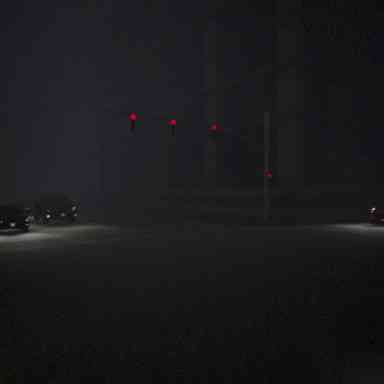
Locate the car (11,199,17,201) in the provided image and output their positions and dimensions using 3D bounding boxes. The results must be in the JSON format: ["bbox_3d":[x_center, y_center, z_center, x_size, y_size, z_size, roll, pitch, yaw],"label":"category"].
[{"bbox_3d":[-22.453,1.576,42.742,2.033,1.411,5.357,0,0,-34],"label":"car"}]

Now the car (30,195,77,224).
[{"bbox_3d":[-10.540,1.235,25.411,2.150,2.045,5.566,0,0,-35],"label":"car"}]

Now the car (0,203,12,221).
[{"bbox_3d":[-16.382,1.640,27.729,1.895,1.301,4.718,0,0,-34],"label":"car"}]

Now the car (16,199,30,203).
[{"bbox_3d":[-16.116,1.547,33.489,1.812,1.442,4.674,0,0,-34],"label":"car"}]

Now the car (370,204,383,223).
[{"bbox_3d":[14.014,1.184,22.467,4.553,1.767,2.097,0,0,-35],"label":"car"}]

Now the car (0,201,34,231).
[{"bbox_3d":[-11.127,1.537,20.100,1.837,1.490,4.892,0,0,-35],"label":"car"}]
